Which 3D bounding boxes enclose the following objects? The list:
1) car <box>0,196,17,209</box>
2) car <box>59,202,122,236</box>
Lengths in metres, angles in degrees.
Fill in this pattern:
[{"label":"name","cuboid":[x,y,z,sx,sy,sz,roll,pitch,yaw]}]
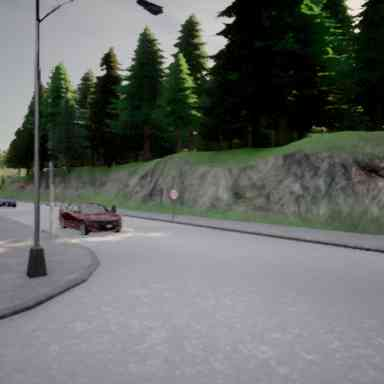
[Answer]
[{"label":"car","cuboid":[-20.925,1.085,36.959,1.994,1.385,4.181,0,1,-39]},{"label":"car","cuboid":[-5.417,1.300,17.488,1.882,1.535,5.008,0,1,-39]}]
